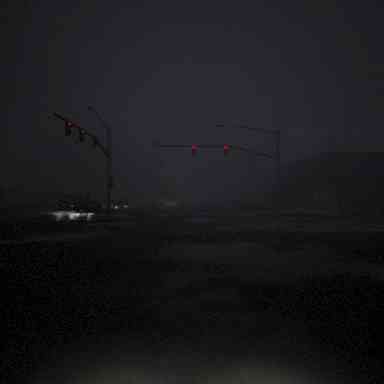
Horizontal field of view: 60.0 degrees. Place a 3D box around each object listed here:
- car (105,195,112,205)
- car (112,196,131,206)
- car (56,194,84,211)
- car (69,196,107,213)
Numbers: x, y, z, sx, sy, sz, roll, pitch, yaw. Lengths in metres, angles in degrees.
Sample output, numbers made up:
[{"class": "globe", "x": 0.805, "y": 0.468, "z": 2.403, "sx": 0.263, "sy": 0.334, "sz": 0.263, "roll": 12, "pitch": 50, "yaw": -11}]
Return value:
[{"class": "car", "x": -15.046, "y": 1.352, "z": 60.126, "sx": 2.097, "sy": 1.767, "sz": 4.553, "roll": 0, "pitch": 0, "yaw": 0}, {"class": "car", "x": -11.566, "y": 1.477, "z": 55.885, "sx": 1.882, "sy": 1.535, "sz": 5.008, "roll": 0, "pitch": 0, "yaw": 0}, {"class": "car", "x": -15.086, "y": 1.221, "z": 41.868, "sx": 2.150, "sy": 2.045, "sz": 5.566, "roll": 0, "pitch": 0, "yaw": 0}, {"class": "car", "x": -11.587, "y": 1.547, "z": 37.580, "sx": 2.033, "sy": 1.411, "sz": 5.357, "roll": 0, "pitch": 0, "yaw": 0}]
